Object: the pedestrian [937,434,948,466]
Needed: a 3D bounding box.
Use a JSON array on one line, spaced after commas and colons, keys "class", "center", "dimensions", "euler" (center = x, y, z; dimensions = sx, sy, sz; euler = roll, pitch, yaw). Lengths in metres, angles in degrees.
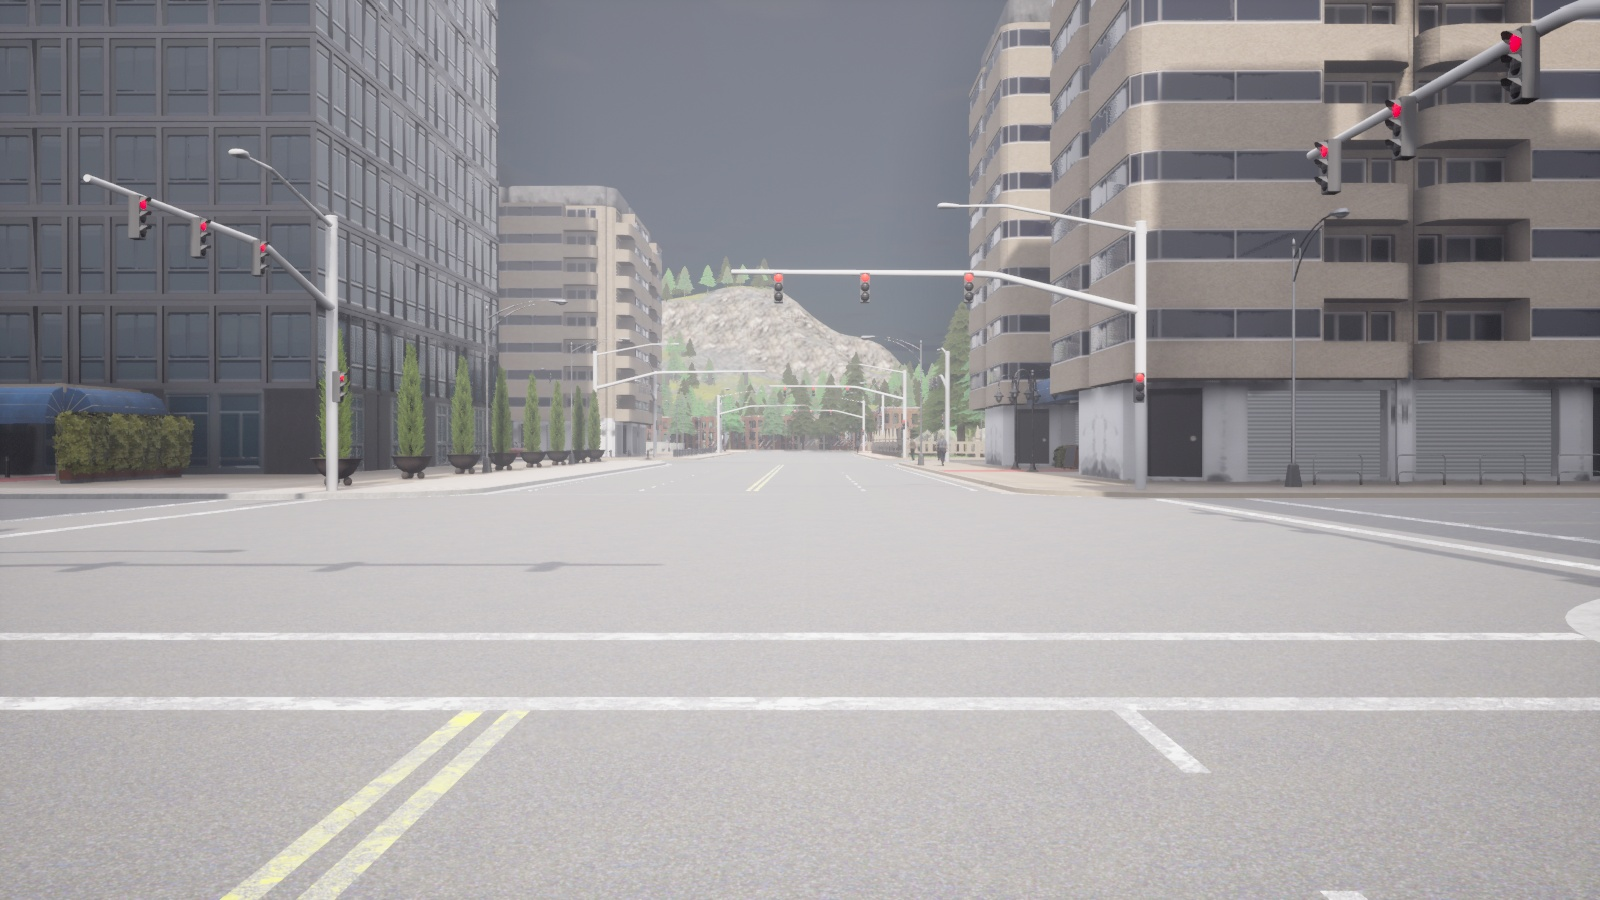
[{"class": "pedestrian", "center": [8.154, 0.005, 71.888], "dimensions": [0.540, 1.848, 0.694], "euler": [0, 0, 1]}]
